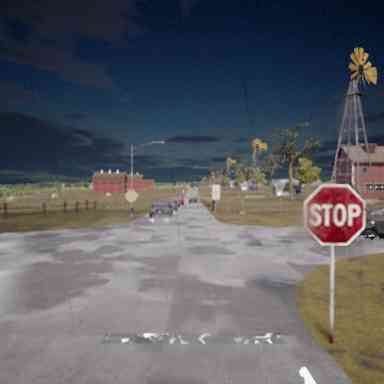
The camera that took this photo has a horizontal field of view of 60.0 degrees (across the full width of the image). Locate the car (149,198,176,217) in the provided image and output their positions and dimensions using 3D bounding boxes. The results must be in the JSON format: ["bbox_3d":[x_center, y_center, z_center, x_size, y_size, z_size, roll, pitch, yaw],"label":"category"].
[{"bbox_3d":[-2.757,1.543,30.535,1.994,1.385,4.181,0,0,0],"label":"car"}]

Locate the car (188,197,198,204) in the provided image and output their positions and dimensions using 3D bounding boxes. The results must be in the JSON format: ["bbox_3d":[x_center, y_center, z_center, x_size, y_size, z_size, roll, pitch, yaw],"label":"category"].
[{"bbox_3d":[0.213,1.785,71.307,1.812,1.442,4.674,0,-1,0],"label":"car"}]

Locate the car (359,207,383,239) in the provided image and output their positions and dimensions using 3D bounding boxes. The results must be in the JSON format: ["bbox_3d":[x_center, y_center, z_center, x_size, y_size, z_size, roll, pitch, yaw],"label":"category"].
[{"bbox_3d":[9.202,1.303,13.815,4.892,1.490,1.837,-1,-1,-5],"label":"car"}]

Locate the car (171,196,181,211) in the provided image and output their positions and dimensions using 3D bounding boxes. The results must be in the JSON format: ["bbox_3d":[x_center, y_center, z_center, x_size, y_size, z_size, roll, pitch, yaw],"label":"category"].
[{"bbox_3d":[-2.715,1.573,40.441,1.994,1.385,4.181,0,0,1],"label":"car"}]

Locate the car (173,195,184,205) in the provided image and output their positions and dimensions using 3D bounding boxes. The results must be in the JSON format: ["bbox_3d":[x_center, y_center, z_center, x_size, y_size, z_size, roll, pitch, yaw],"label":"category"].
[{"bbox_3d":[-2.679,1.557,50.625,2.128,1.511,4.902,0,0,0],"label":"car"}]
